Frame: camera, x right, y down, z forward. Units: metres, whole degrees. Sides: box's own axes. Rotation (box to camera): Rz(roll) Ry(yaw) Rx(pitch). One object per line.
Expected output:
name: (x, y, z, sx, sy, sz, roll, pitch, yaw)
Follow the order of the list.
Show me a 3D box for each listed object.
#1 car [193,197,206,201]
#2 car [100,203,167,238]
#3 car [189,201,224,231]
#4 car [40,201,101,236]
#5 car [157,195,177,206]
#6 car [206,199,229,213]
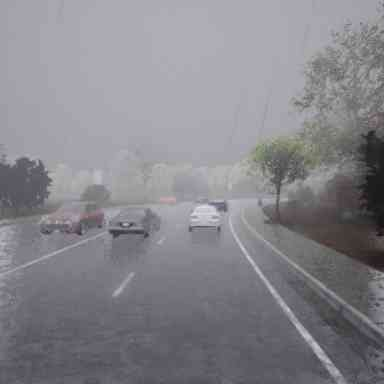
car: (1.611, 1.557, 59.969, 1.994, 1.385, 4.181, 0, 0, 19)
car: (-2.860, 1.543, 17.736, 2.033, 1.411, 5.357, 0, 0, 4)
car: (0.846, 1.526, 20.299, 1.812, 1.442, 4.674, 0, 0, 4)
car: (-6.467, 1.343, 18.507, 2.097, 1.767, 4.553, 0, 0, 4)
car: (-4.016, 1.335, 53.764, 2.097, 1.767, 4.553, 0, 0, 16)
car: (3.156, 1.482, 37.902, 1.882, 1.535, 5.008, 0, 0, 10)
